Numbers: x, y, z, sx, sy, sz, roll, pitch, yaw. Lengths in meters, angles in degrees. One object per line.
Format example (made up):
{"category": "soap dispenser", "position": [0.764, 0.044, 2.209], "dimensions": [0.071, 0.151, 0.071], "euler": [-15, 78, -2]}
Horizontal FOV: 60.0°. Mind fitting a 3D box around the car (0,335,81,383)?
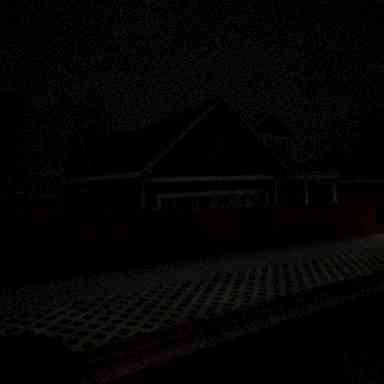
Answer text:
{"category": "car", "position": [-2.782, 1.510, 0.988], "dimensions": [4.892, 1.490, 1.837], "euler": [0, 0, -36]}
